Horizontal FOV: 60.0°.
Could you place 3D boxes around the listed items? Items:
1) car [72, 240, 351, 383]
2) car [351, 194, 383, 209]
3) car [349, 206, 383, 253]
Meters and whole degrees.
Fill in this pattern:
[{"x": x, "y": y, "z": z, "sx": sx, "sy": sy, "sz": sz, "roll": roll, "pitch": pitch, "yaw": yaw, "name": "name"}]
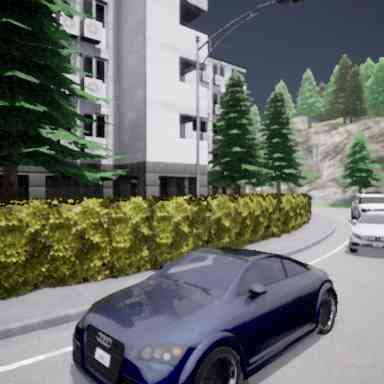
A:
[{"x": 0.475, "y": 1.557, "z": 4.913, "sx": 4.181, "sy": 1.385, "sz": 1.994, "roll": 0, "pitch": 0, "yaw": -44, "name": "car"}, {"x": 12.252, "y": 1.161, "z": 22.588, "sx": 2.150, "sy": 2.045, "sz": 5.566, "roll": 0, "pitch": 0, "yaw": 18, "name": "car"}, {"x": 7.421, "y": 1.490, "z": 13.046, "sx": 1.812, "sy": 1.442, "sz": 4.674, "roll": 0, "pitch": 0, "yaw": 32, "name": "car"}]
